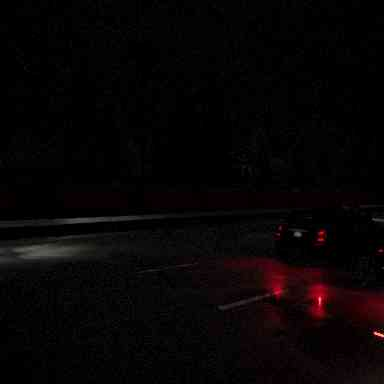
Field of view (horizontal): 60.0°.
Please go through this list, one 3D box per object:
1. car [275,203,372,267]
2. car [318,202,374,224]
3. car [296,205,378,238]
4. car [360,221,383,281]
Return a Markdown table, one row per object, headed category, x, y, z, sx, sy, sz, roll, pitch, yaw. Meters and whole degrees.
| category | x | y | z | sx | sy | sz | roll | pitch | yaw |
| --- | --- | --- | --- | --- | --- | --- | --- | --- | --- |
| car | 5.053 | 1.353 | 11.721 | 4.553 | 1.767 | 2.097 | 0 | 0 | -36 |
| car | 11.742 | 1.526 | 25.217 | 4.674 | 1.442 | 1.812 | 0 | 0 | -36 |
| car | 8.009 | 1.503 | 18.186 | 4.892 | 1.490 | 1.837 | 1 | 0 | -36 |
| car | 6.516 | 1.506 | 8.460 | 4.892 | 1.490 | 1.837 | -1 | 0 | -36 |
